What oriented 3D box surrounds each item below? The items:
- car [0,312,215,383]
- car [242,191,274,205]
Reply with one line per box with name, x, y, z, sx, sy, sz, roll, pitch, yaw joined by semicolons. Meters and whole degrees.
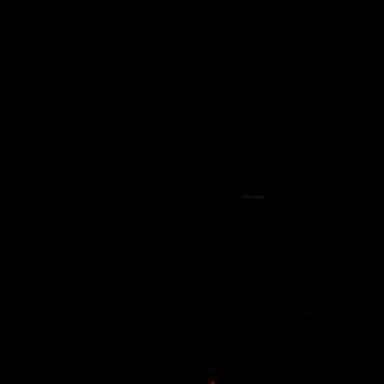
car;-1.773;1.564;1.805;4.181;1.385;1.994;0;0;-35
car;10.354;0.920;52.797;2.150;2.045;5.566;1;0;-35
